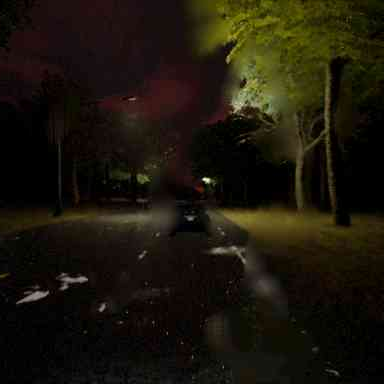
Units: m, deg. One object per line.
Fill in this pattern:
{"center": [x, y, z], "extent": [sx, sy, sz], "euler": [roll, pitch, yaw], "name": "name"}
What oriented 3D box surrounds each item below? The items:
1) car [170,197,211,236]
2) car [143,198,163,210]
{"center": [-0.090, 1.372, 18.692], "extent": [2.097, 1.767, 4.553], "euler": [0, 0, 0], "name": "car"}
{"center": [-5.114, 1.626, 44.269], "extent": [1.837, 1.490, 4.892], "euler": [0, 0, 7], "name": "car"}
